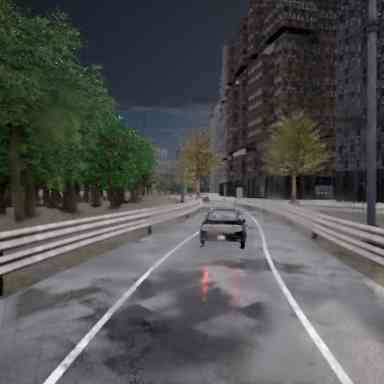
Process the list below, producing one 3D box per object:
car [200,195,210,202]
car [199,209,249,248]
[{"bbox_3d":[2.559,1.463,71.859,1.812,1.442,4.674,0,0,-10],"label":"car"},{"bbox_3d":[1.486,1.499,14.898,2.128,1.511,4.902,0,0,9],"label":"car"}]
